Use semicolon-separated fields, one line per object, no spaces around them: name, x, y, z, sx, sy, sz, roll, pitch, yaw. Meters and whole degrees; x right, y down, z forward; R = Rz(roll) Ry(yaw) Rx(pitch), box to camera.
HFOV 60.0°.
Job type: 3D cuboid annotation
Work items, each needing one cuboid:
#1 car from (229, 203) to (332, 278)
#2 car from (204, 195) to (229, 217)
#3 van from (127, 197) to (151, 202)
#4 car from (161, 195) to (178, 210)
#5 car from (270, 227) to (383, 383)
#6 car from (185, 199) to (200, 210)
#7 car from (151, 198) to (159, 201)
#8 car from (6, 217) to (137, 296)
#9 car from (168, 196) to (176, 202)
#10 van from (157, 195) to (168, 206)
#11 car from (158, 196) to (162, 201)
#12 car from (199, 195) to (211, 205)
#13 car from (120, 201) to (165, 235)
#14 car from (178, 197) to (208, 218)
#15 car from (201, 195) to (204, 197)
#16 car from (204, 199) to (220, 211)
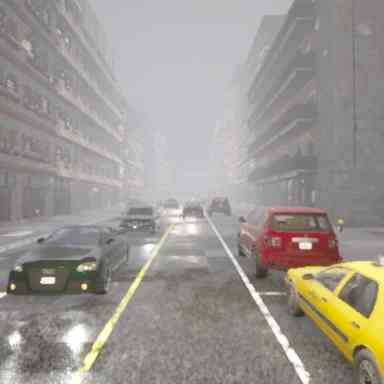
car;2.584;1.311;9.963;2.192;1.841;5.009;1;0;0
car;2.582;1.348;32.197;2.192;1.841;5.009;1;0;0
van;-5.297;1.374;32.161;1.690;1.788;3.998;1;0;0
car;-2.751;1.568;45.437;1.882;1.535;5.008;0;-1;0
car;2.581;1.523;4.568;1.752;1.417;4.829;1;0;0
car;0.084;1.649;44.862;1.994;1.385;4.181;0;0;0
car;-5.301;1.606;37.726;2.008;1.369;4.403;1;0;0
car;-2.846;1.560;8.567;1.994;1.385;4.181;0;0;0
car;-5.298;1.820;87.632;1.752;1.417;4.829;1;0;0
van;-5.297;1.498;59.982;1.690;1.788;3.998;1;0;0
car;-5.300;1.603;43.118;1.752;1.417;4.829;1;0;0
car;2.584;1.499;65.578;2.192;1.841;5.009;1;0;0
car;-2.838;1.508;18.992;1.837;1.490;4.892;0;0;0
car;0.101;1.519;30.174;2.128;1.511;4.902;0;0;0
car;2.580;1.723;60.012;1.947;1.339;4.313;1;0;0
car;2.579;1.660;43.321;1.802;1.307;4.206;1;0;0
